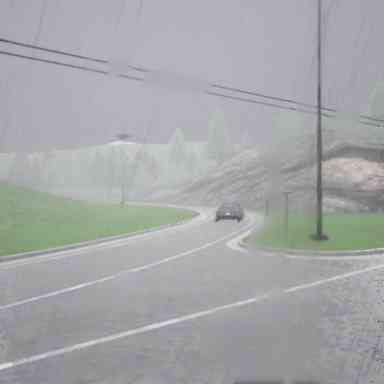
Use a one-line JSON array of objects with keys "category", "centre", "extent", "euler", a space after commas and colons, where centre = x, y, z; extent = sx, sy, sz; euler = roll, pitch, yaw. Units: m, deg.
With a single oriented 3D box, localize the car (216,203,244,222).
[{"category": "car", "centre": [3.072, 1.569, 26.613], "extent": [1.994, 1.385, 4.181], "euler": [0, 0, 12]}]
